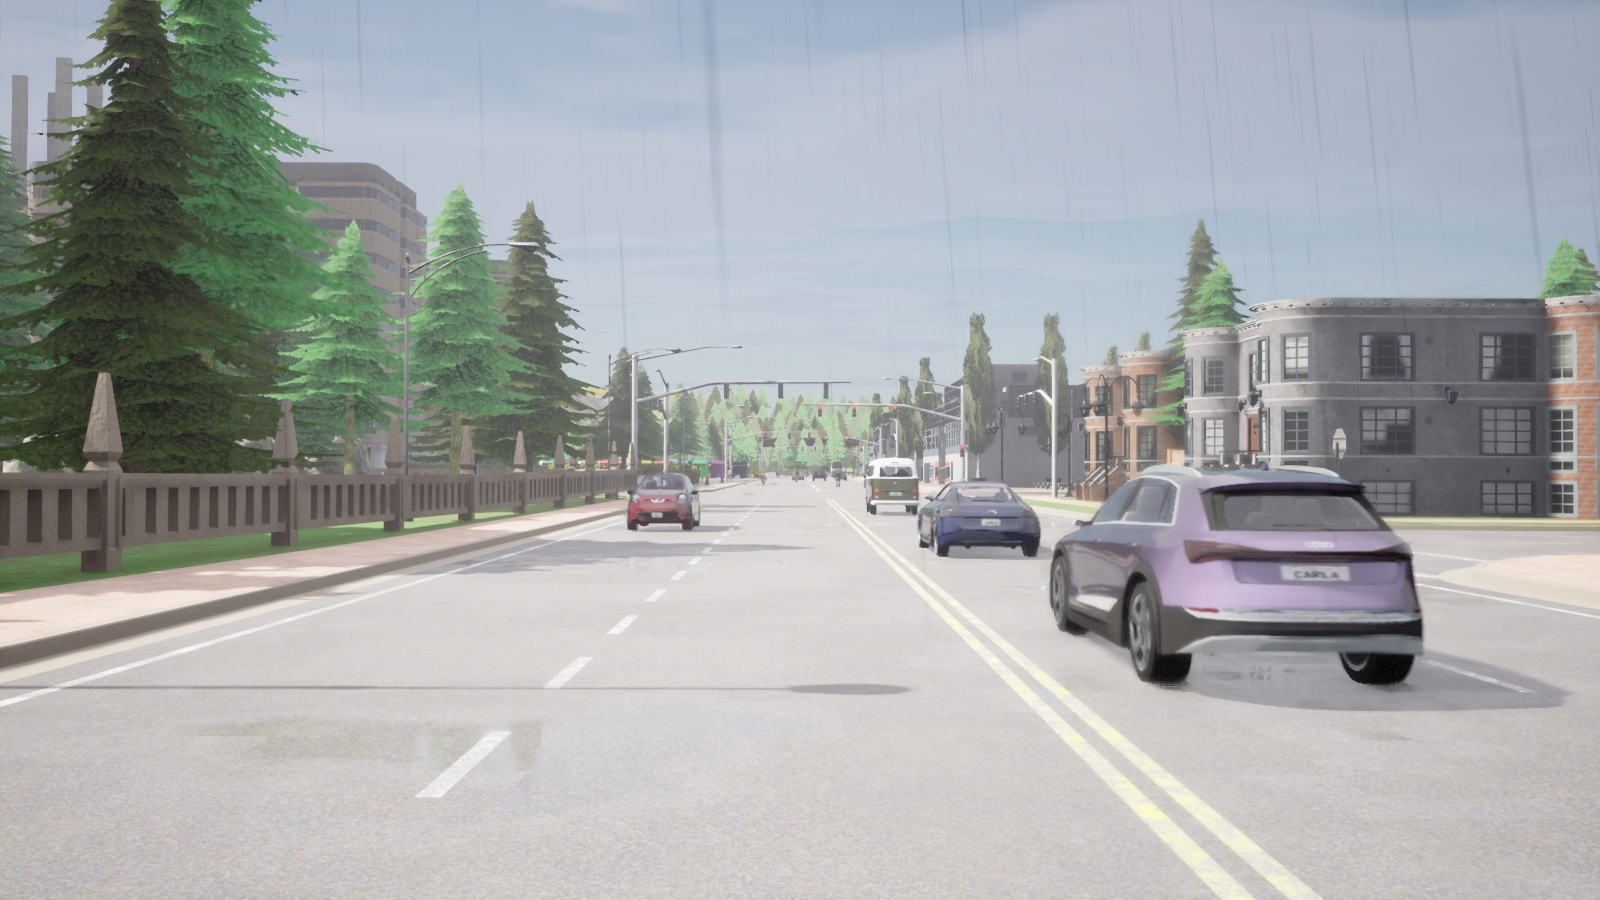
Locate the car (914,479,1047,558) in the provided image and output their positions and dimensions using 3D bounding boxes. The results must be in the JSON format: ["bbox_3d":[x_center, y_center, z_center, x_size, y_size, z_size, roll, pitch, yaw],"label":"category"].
[{"bbox_3d":[3.446,1.279,24.741,1.994,1.385,4.181,0,-1,0],"label":"car"}]

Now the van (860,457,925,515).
[{"bbox_3d":[3.395,1.306,46.672,2.069,2.038,4.480,0,-1,0],"label":"van"}]

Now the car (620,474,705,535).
[{"bbox_3d":[-3.574,1.399,33.203,1.845,1.501,3.633,0,-1,0],"label":"car"}]

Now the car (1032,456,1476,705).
[{"bbox_3d":[3.476,0.912,10.799,2.033,1.649,4.856,0,-1,0],"label":"car"}]
